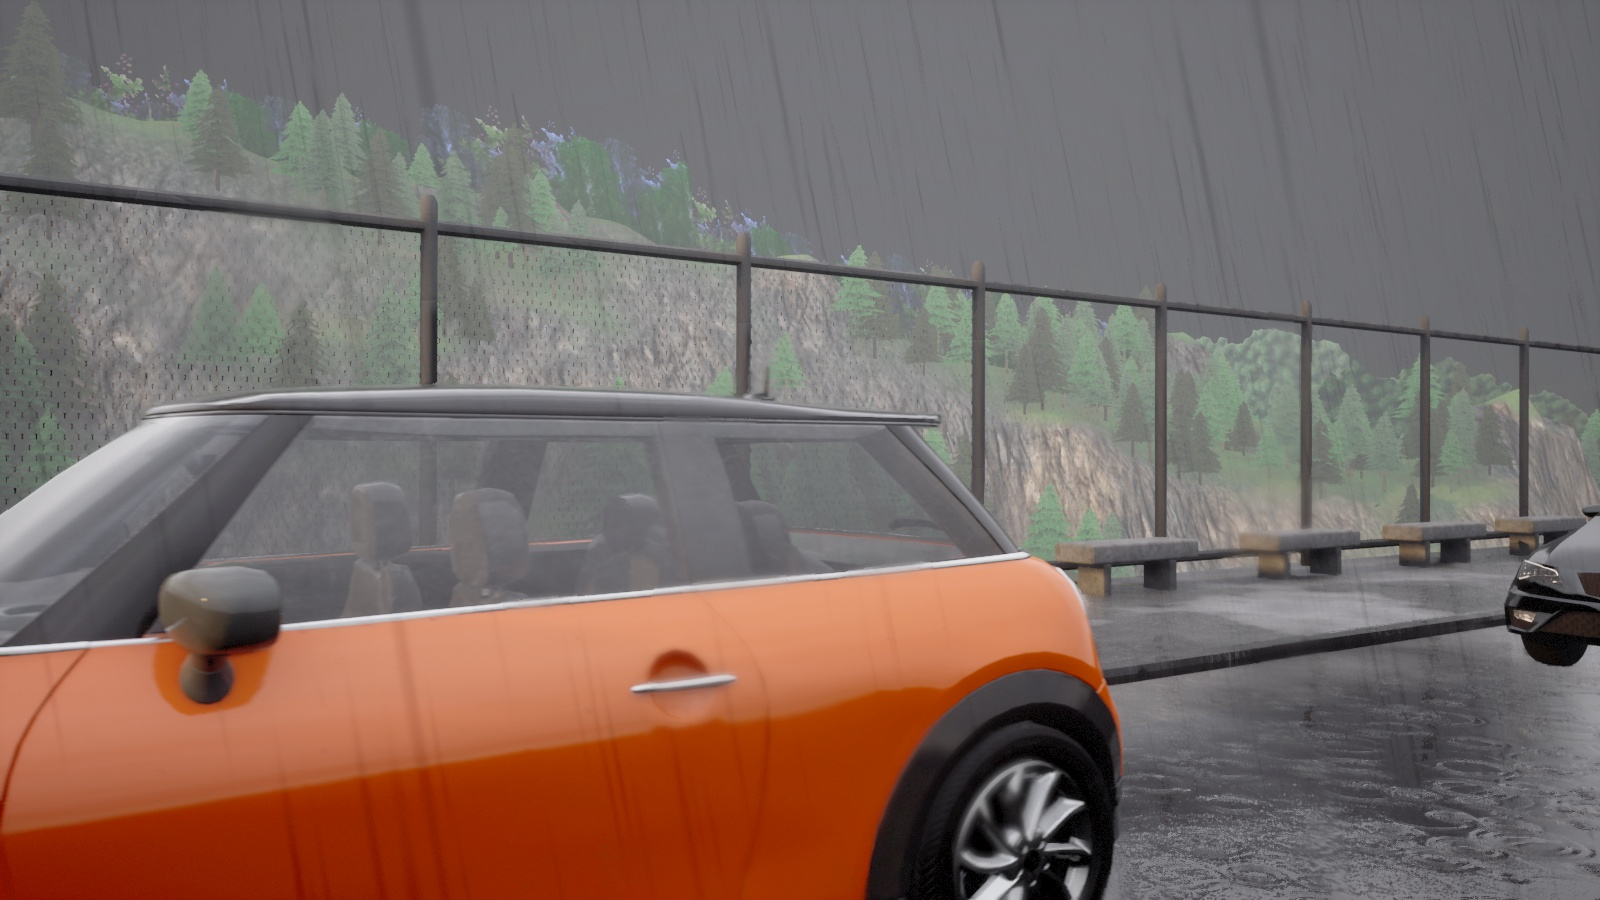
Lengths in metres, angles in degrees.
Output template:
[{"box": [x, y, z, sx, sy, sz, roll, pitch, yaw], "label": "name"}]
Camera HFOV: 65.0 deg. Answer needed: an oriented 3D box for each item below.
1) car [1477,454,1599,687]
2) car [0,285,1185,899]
[{"box": [6.878, 0.766, 9.058, 4.193, 1.474, 1.816, 0, 0, -35], "label": "car"}, {"box": [-1.305, 0.614, 3.360, 4.553, 1.767, 2.097, 0, 0, -35], "label": "car"}]
